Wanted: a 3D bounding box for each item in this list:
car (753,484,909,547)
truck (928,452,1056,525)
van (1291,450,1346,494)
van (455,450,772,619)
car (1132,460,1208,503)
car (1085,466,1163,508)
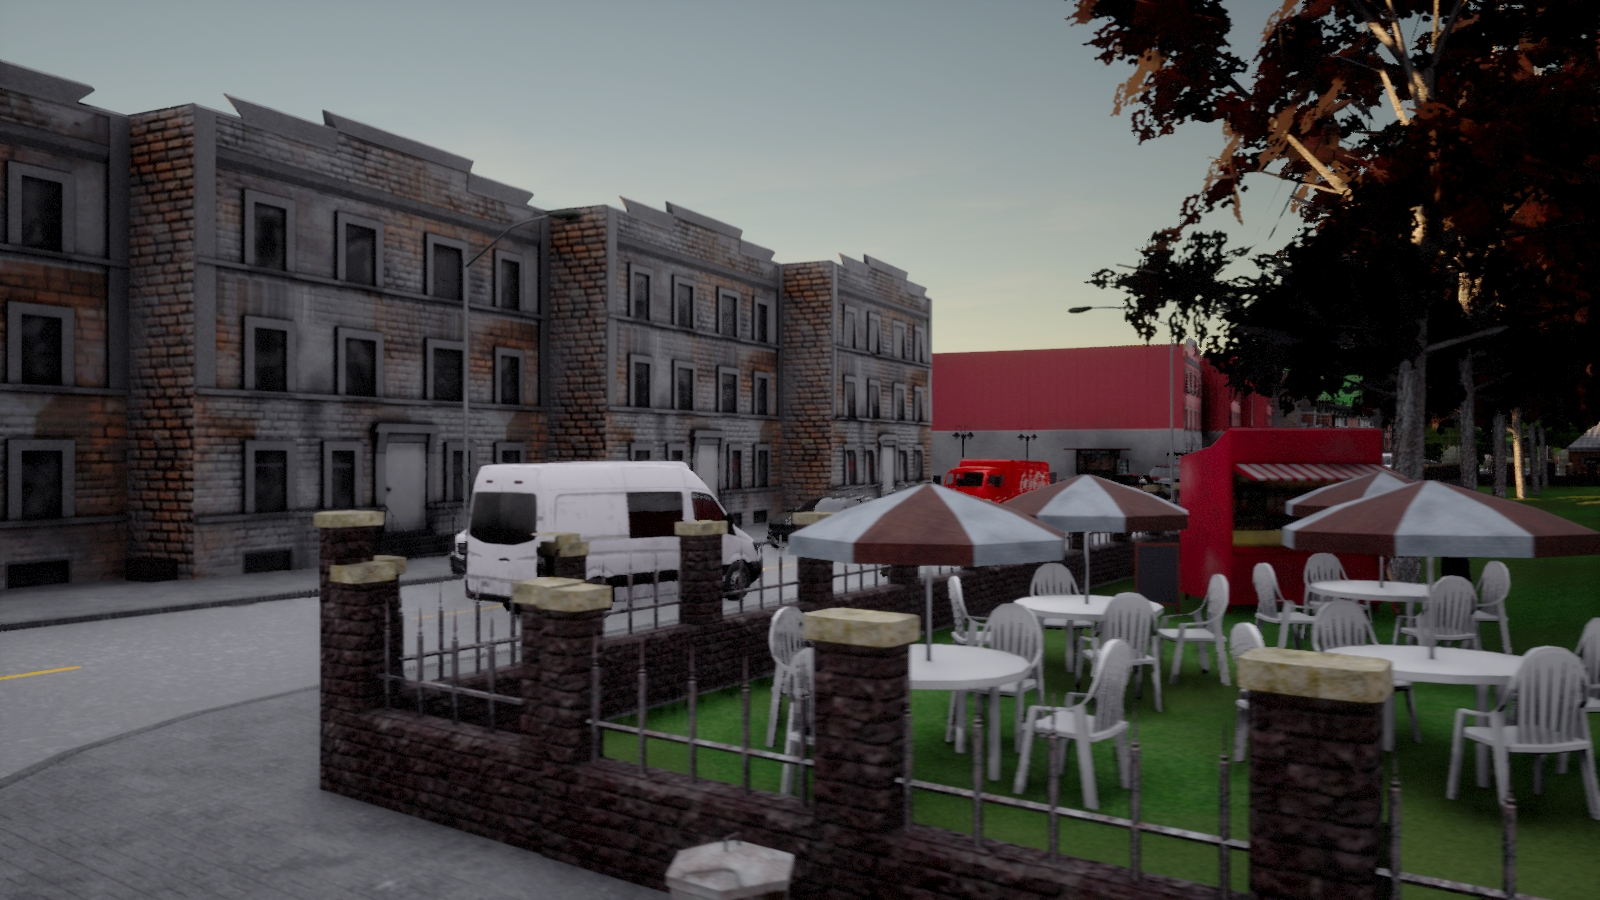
[{"bbox_3d":[0.996,1.814,33.015,2.097,1.535,5.006,0,0,35],"label":"car"},{"bbox_3d":[7.088,1.363,41.715,2.627,2.467,5.204,0,-1,35],"label":"truck"},{"bbox_3d":[31.876,1.315,70.169,1.988,2.561,5.915,0,0,35],"label":"van"},{"bbox_3d":[-3.070,1.312,20.395,1.988,2.561,5.915,0,0,35],"label":"van"},{"bbox_3d":[19.122,1.559,58.874,2.150,2.045,5.566,0,0,35],"label":"car"},{"bbox_3d":[15.164,1.686,53.326,2.097,1.767,4.553,0,0,35],"label":"car"}]
